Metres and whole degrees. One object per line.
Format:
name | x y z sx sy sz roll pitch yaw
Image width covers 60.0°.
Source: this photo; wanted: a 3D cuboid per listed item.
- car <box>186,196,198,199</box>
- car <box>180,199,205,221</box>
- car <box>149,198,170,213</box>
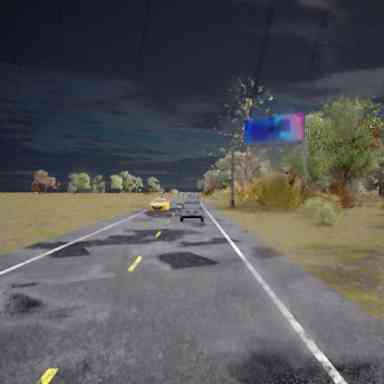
car | 0.031 1.284 44.673 2.097 1.767 4.553 0 0 0
car | 0.010 1.508 26.410 2.033 1.411 5.357 0 0 1
car | -3.567 1.423 37.008 1.882 1.535 5.008 0 0 0
